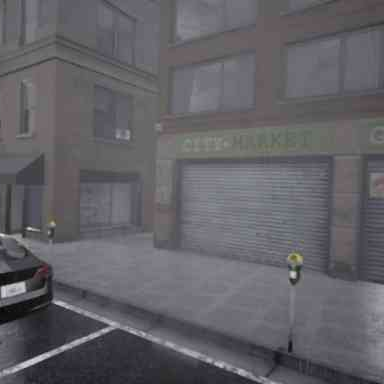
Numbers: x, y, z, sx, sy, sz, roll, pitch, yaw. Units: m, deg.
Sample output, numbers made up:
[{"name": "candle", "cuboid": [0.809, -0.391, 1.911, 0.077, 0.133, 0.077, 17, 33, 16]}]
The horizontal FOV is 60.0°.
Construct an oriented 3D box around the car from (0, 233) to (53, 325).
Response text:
[{"name": "car", "cuboid": [-4.255, 1.395, 6.019, 4.313, 1.339, 1.947, 2, 2, 36]}]
